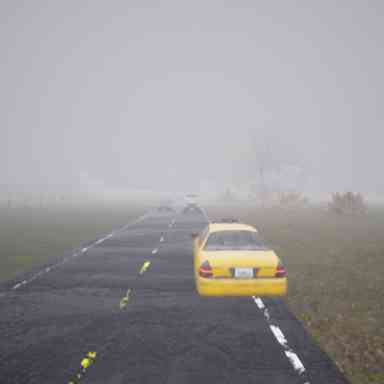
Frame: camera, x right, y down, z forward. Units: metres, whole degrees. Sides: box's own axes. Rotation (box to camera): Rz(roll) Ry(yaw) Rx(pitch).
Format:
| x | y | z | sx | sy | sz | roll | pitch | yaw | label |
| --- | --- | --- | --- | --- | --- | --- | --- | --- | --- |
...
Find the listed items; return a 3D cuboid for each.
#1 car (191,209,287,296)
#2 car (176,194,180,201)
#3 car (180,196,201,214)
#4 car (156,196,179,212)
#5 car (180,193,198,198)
| x | y | z | sx | sy | sz | roll | pitch | yaw | label |
| --- | --- | --- | --- | --- | --- | --- | --- | --- | --- |
| 0.943 | 1.446 | 8.634 | 1.801 | 1.575 | 5.366 | 0 | 0 | 0 | car |
| -2.938 | 1.279 | 74.894 | 2.097 | 1.767 | 4.553 | 0 | 0 | 0 | car |
| -0.009 | 1.487 | 34.900 | 1.812 | 1.442 | 4.674 | 0 | 0 | 0 | car |
| -2.945 | 1.505 | 37.981 | 2.033 | 1.411 | 5.357 | 0 | 0 | 0 | car |
| -0.087 | 1.172 | 45.225 | 2.150 | 2.045 | 5.566 | 0 | 0 | 0 | car |
